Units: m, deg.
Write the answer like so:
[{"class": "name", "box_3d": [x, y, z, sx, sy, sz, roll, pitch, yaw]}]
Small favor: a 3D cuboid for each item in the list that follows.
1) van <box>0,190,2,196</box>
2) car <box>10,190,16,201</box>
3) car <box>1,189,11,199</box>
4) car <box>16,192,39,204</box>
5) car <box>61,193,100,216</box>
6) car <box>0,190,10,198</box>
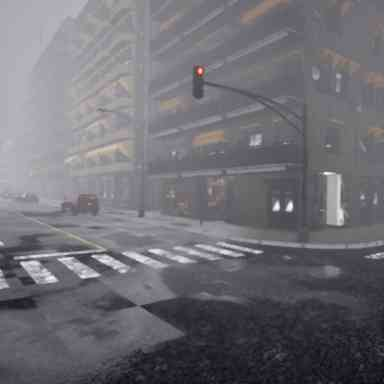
[{"class": "van", "box_3d": [-36.000, 0.315, 64.651, 1.690, 1.788, 3.998, 2, 0, -36]}, {"class": "car", "box_3d": [-26.042, 0.804, 50.914, 1.947, 1.339, 4.313, 2, 0, -36]}, {"class": "car", "box_3d": [-32.785, 0.584, 60.209, 1.752, 1.417, 4.829, 2, 0, -36]}, {"class": "car", "box_3d": [-22.716, 0.766, 46.337, 1.967, 1.590, 4.097, 2, 0, -36]}, {"class": "car", "box_3d": [-9.423, 0.994, 28.023, 2.192, 1.841, 5.009, 2, 0, -36]}, {"class": "car", "box_3d": [-39.326, 0.326, 69.229, 1.967, 1.590, 4.097, 2, 0, -36]}]
